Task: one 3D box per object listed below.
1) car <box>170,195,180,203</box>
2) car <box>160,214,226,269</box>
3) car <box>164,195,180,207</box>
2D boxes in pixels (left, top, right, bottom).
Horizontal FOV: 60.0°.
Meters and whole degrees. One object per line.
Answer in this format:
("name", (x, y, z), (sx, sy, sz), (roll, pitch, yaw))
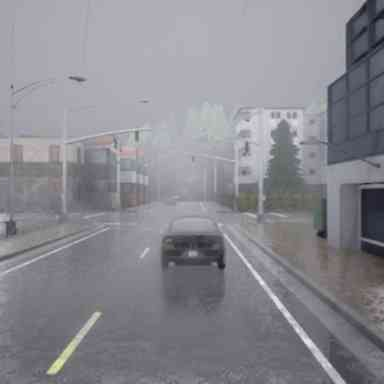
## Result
("car", (-3.497, 1.403, 70.690), (1.882, 1.535, 5.008), (0, 0, 0))
("car", (0.050, 1.495, 11.286), (1.882, 1.535, 5.008), (0, 0, 1))
("car", (-3.552, 1.630, 54.868), (2.033, 1.411, 5.357), (0, 0, 1))
